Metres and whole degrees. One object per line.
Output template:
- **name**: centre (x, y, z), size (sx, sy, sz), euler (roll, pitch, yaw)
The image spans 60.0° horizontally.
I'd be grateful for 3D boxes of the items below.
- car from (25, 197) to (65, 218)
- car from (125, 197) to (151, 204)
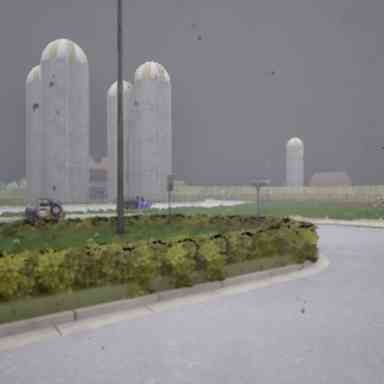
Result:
- **car**: centre (-10.603, 1.293, 23.903), size (1.932, 1.855, 4.605), euler (0, 0, -36)
- **car**: centre (-7.012, 1.415, 42.857), size (2.242, 1.667, 4.611), euler (0, 0, -36)
